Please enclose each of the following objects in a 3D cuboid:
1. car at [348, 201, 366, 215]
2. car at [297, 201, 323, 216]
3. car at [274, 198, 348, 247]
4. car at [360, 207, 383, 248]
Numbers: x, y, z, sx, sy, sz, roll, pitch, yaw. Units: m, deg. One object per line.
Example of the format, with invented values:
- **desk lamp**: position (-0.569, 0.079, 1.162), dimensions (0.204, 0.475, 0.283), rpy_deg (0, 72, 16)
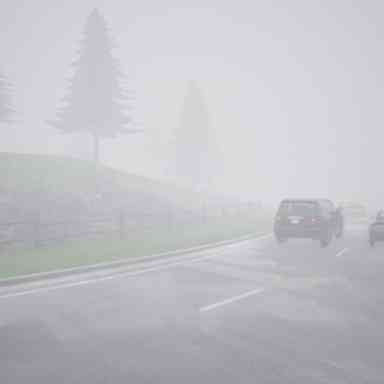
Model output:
- **car**: position (15.110, 1.559, 31.890), dimensions (1.882, 1.535, 5.008), rpy_deg (0, 0, 12)
- **car**: position (12.024, 1.674, 34.213), dimensions (1.994, 1.385, 4.181), rpy_deg (0, 0, 12)
- **car**: position (5.648, 1.276, 15.731), dimensions (2.150, 2.045, 5.566), rpy_deg (0, 0, 33)
- **car**: position (8.840, 1.519, 14.430), dimensions (2.128, 1.511, 4.902), rpy_deg (0, 0, 33)
